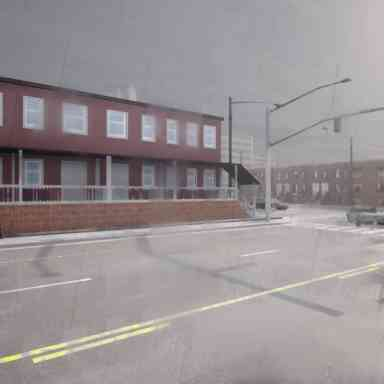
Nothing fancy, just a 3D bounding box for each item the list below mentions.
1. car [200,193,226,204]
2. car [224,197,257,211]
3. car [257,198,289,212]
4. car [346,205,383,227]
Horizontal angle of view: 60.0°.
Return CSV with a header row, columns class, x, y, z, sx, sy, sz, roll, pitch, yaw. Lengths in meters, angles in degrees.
class,x,y,z,sx,sy,sz,roll,pitch,yaw
car,4.017,1.137,64.867,2.150,2.045,5.566,0,0,-36
car,5.009,1.556,39.353,1.895,1.301,4.718,0,0,-36
car,9.212,1.471,39.519,1.837,1.490,4.892,0,0,-36
car,11.888,1.600,22.588,1.895,1.301,4.718,0,0,16
